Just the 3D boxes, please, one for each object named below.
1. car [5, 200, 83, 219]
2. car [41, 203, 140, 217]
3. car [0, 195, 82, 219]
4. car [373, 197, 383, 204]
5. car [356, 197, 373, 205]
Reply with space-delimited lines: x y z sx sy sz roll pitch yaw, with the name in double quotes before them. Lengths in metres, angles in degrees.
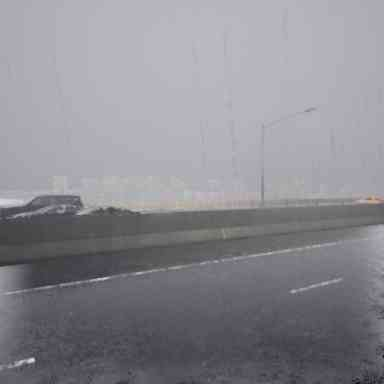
"car" -7.995 1.481 19.628 4.902 1.511 2.128 0 0 -34
"car" -4.966 1.495 17.457 4.892 1.490 1.837 0 0 -34
"car" -10.054 1.211 22.464 5.566 2.045 2.150 0 0 -34
"car" 25.825 1.177 42.161 5.566 2.045 2.150 0 0 -33
"car" 24.358 1.433 45.375 5.008 1.535 1.882 0 0 -33
